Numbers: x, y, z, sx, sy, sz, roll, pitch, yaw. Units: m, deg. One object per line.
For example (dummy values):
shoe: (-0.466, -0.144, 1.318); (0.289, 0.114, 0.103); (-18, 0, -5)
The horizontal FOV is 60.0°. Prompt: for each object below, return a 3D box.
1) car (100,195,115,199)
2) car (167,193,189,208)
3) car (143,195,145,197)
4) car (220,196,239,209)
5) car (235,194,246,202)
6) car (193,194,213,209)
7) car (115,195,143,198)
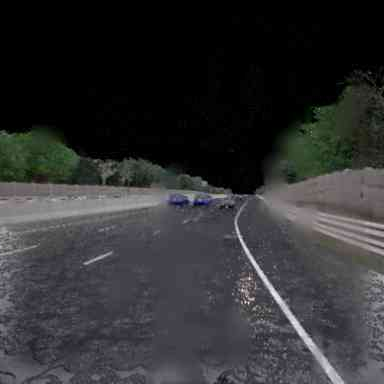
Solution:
car: (-14.318, 1.339, 56.884); (2.128, 1.511, 4.902); (1, 0, 11)
car: (-1.896, 1.198, 46.889); (2.150, 2.045, 5.566); (1, 0, 10)
car: (-11.457, 1.375, 72.336); (1.837, 1.490, 4.892); (1, 0, 10)
car: (4.983, 1.651, 45.601); (1.895, 1.301, 4.718); (1, 0, 10)
car: (12.086, 1.623, 84.282); (1.837, 1.490, 4.892); (1, 0, 10)
car: (1.549, 1.235, 46.257); (2.150, 2.045, 5.566); (1, 0, 10)
car: (-10.743, 1.376, 56.976); (2.128, 1.511, 4.902); (1, 0, 11)
